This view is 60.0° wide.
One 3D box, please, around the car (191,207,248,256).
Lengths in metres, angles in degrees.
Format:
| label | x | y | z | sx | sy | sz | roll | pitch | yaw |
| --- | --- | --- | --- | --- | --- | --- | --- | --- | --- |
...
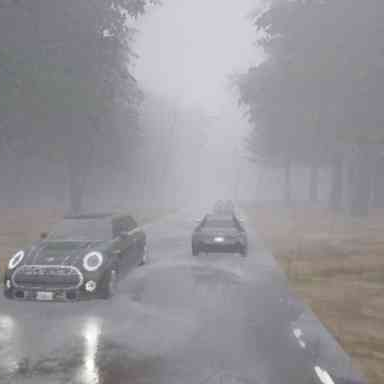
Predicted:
| label | x | y | z | sx | sy | sz | roll | pitch | yaw |
| --- | --- | --- | --- | --- | --- | --- | --- | --- | --- |
| car | 1.089 | 1.521 | 12.949 | 1.994 | 1.385 | 4.181 | 0 | 0 | 6 |

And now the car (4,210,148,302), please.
| label | x | y | z | sx | sy | sz | roll | pitch | yaw |
| --- | --- | --- | --- | --- | --- | --- | --- | --- | --- |
| car | -2.549 | 1.331 | 8.428 | 2.097 | 1.767 | 4.553 | 0 | 0 | 5 |

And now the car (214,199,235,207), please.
| label | x | y | z | sx | sy | sz | roll | pitch | yaw |
| --- | --- | --- | --- | --- | --- | --- | --- | --- | --- |
| car | 2.915 | 1.366 | 30.240 | 2.033 | 1.411 | 5.357 | 0 | 0 | 6 |
